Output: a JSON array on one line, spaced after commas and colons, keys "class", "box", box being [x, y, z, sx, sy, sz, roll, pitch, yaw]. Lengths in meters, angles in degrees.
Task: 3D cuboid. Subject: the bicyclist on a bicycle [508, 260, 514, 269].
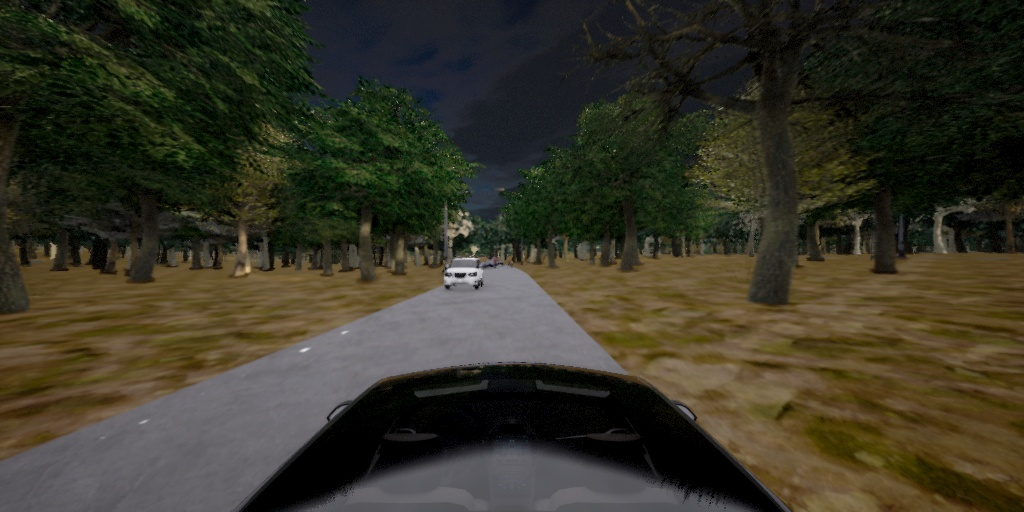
[{"class": "bicyclist on a bicycle", "box": [-0.055, 1.550, 64.193, 0.866, 1.612, 1.509, 0, 0, -3]}]

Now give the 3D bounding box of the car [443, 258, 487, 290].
[{"class": "car", "box": [-3.114, 1.127, 24.172, 2.150, 2.045, 5.566, 0, 0, 0]}]
